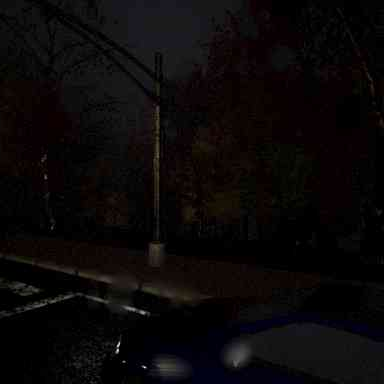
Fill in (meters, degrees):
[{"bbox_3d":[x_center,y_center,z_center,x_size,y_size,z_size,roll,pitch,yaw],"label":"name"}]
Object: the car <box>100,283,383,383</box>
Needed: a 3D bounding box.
[{"bbox_3d":[1.135,1.564,2.873,4.181,1.385,1.994,0,0,35],"label":"car"}]
